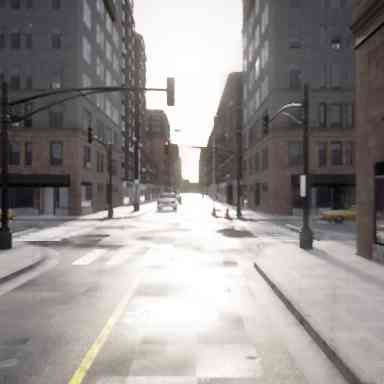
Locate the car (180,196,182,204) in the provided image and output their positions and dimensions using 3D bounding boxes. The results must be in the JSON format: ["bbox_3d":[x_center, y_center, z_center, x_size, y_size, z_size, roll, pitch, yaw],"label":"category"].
[{"bbox_3d":[-2.812,1.196,59.636,2.097,1.767,4.553,0,0,0],"label":"car"}]

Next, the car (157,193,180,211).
[{"bbox_3d":[-2.872,1.125,39.355,2.150,2.045,5.566,0,0,0],"label":"car"}]

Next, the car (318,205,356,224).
[{"bbox_3d":[11.615,1.498,23.825,4.829,1.417,1.752,0,0,0],"label":"car"}]

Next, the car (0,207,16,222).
[{"bbox_3d":[-15.268,1.477,23.841,4.829,1.417,1.752,0,0,0],"label":"car"}]
